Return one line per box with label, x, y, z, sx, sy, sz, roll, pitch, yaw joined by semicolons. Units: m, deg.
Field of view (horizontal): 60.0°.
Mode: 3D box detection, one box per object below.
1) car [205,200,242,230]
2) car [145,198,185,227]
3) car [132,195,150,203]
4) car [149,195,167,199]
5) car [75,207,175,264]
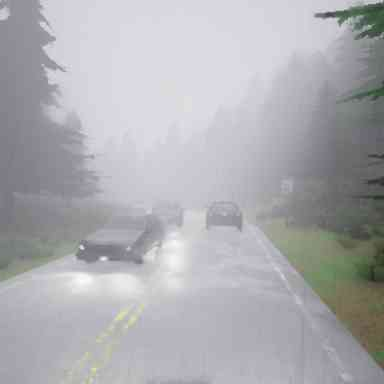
car;1.928;1.293;20.905;2.097;1.767;4.553;0;0;3
car;-1.495;1.397;21.883;2.128;1.511;4.902;0;1;2
car;-6.497;1.131;46.207;1.882;1.535;5.008;5;-1;-41
car;-2.585;1.268;32.087;1.882;1.535;5.008;2;0;-16
car;-2.191;1.490;11.986;2.033;1.411;5.357;0;0;7
